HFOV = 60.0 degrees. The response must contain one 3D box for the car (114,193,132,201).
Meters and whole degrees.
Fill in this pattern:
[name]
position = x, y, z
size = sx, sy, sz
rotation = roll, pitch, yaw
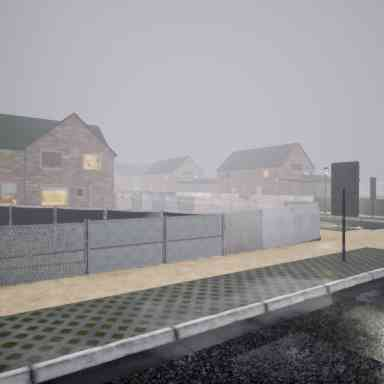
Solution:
[car]
position = -10.703, 0.794, 52.316
size = 1.895, 1.301, 4.718
rotation = 1, 0, -36
